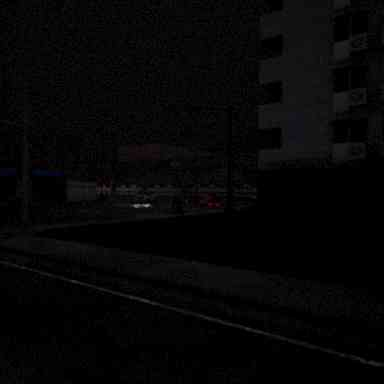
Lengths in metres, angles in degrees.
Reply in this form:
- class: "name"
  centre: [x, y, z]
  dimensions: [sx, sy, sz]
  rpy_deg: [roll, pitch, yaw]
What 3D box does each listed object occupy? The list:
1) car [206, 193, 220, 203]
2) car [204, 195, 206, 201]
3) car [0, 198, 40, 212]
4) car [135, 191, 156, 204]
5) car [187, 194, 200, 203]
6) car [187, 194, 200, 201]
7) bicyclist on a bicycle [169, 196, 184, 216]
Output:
- class: "car"
  centre: [3.808, 1.194, 58.534]
  dimensions: [1.812, 1.442, 4.674]
  rpy_deg: [1, 0, 4]
- class: "car"
  centre: [3.823, 0.965, 67.390]
  dimensions: [2.097, 1.767, 4.553]
  rpy_deg: [0, 0, -8]
- class: "car"
  centre: [-17.757, 1.242, 32.851]
  dimensions: [1.895, 1.301, 4.718]
  rpy_deg: [1, 0, 36]
- class: "car"
  centre: [-7.430, 0.824, 53.812]
  dimensions: [2.150, 2.045, 5.566]
  rpy_deg: [1, 0, 11]
- class: "car"
  centre: [0.335, 1.199, 59.125]
  dimensions: [1.994, 1.385, 4.181]
  rpy_deg: [1, 0, 4]
- class: "car"
  centre: [0.278, 1.146, 67.536]
  dimensions: [1.994, 1.385, 4.181]
  rpy_deg: [0, 0, -8]
- class: "bicyclist on a bicycle"
  centre: [-1.274, 1.120, 27.364]
  dimensions: [1.656, 1.620, 0.582]
  rpy_deg: [0, 0, 36]
